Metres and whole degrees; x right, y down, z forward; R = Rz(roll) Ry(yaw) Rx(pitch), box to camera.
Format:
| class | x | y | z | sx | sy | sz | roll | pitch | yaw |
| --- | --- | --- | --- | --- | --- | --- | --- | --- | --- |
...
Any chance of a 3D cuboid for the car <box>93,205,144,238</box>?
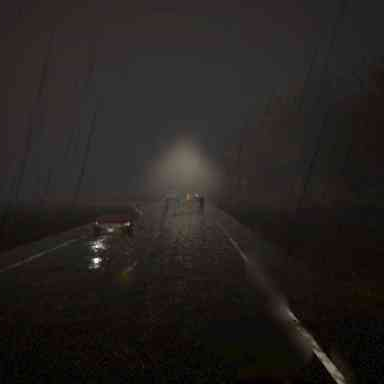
| class | x | y | z | sx | sy | sz | roll | pitch | yaw |
| --- | --- | --- | --- | --- | --- | --- | --- | --- | --- |
| car | -3.586 | 1.403 | 16.967 | 1.812 | 1.442 | 4.674 | 0 | 0 | 0 |

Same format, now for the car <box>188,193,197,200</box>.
| class | x | y | z | sx | sy | sz | roll | pitch | yaw |
| --- | --- | --- | --- | --- | --- | --- | --- | --- | --- |
| car | 0.063 | 1.015 | 75.182 | 1.994 | 1.385 | 4.181 | 0 | 0 | 0 |

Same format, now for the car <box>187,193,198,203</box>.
| class | x | y | z | sx | sy | sz | roll | pitch | yaw |
| --- | --- | --- | --- | --- | --- | --- | --- | --- | --- |
| car | 0.098 | 1.057 | 58.725 | 1.882 | 1.535 | 5.008 | 0 | 1 | 1 |

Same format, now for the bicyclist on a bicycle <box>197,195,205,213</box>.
| class | x | y | z | sx | sy | sz | roll | pitch | yaw |
| --- | --- | --- | --- | --- | --- | --- | --- | --- | --- |
| bicyclist on a bicycle | 0.989 | 1.223 | 32.078 | 0.582 | 1.620 | 1.656 | 0 | 0 | 0 |

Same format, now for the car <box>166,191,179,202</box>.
| class | x | y | z | sx | sy | sz | roll | pitch | yaw |
| --- | --- | --- | --- | --- | --- | --- | --- | --- | --- |
| car | -3.479 | 0.787 | 60.573 | 2.150 | 2.045 | 5.566 | 0 | 0 | 1 |
